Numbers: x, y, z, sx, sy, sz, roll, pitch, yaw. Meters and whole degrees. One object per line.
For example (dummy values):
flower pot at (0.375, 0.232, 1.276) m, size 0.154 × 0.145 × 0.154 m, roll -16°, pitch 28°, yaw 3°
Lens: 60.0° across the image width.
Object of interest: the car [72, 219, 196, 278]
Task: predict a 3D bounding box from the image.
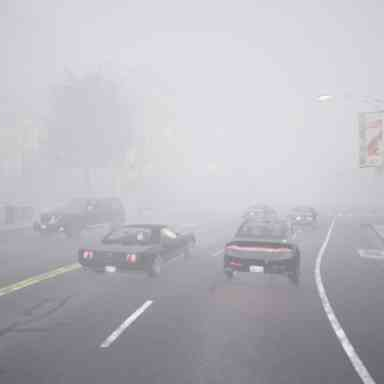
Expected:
car at (-1.350, 1.626, 10.340) m, size 1.895 × 1.301 × 4.718 m, roll 0°, pitch 0°, yaw 17°

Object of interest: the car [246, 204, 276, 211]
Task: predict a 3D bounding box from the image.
car at (5.337, 1.629, 25.895) m, size 2.033 × 1.411 × 5.357 m, roll 0°, pitch 0°, yaw 25°

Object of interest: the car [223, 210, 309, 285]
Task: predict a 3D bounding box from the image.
car at (2.212, 1.523, 9.773) m, size 2.128 × 1.511 × 4.902 m, roll 0°, pitch 0°, yaw 18°

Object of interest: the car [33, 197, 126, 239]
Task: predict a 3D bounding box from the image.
car at (-5.922, 1.312, 18.397) m, size 2.150 × 2.045 × 5.566 m, roll 0°, pitch 0°, yaw 25°

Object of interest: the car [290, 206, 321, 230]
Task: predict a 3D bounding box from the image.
car at (7.318, 1.623, 21.849) m, size 2.033 × 1.411 × 5.357 m, roll 0°, pitch 0°, yaw 25°
